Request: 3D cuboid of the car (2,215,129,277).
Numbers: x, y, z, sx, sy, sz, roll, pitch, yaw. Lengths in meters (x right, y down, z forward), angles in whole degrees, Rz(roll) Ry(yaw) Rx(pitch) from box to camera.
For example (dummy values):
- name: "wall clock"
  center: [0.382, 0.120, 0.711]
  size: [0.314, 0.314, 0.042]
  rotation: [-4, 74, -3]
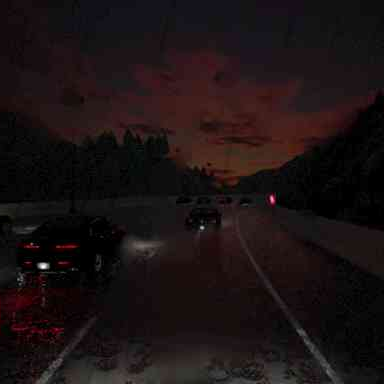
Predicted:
- name: "car"
  center: [-3.292, 1.463, 10.135]
  size: [1.837, 1.490, 4.892]
  rotation: [0, 0, 4]

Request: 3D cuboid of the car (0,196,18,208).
- name: "car"
  center: [-24.202, 1.239, 40.832]
  size: [2.033, 1.411, 5.357]
  rotation: [1, 0, 11]

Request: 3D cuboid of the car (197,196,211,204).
- name: "car"
  center: [2.243, 1.534, 60.685]
  size: [1.837, 1.490, 4.892]
  rotation: [0, 0, 15]

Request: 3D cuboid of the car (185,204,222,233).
- name: "car"
  center: [0.820, 1.611, 19.994]
  size: [1.895, 1.301, 4.718]
  rotation: [1, 0, 7]

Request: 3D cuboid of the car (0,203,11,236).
- name: "car"
  center: [-10.022, 1.350, 14.578]
  size: [1.882, 1.535, 5.008]
  rotation: [0, 0, 5]

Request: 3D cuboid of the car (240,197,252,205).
- name: "car"
  center: [10.402, 1.697, 64.107]
  size: [1.994, 1.385, 4.181]
  rotation: [1, 0, 14]

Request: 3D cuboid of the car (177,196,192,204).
- name: "car"
  center: [-1.312, 1.476, 60.900]
  size: [2.128, 1.511, 4.902]
  rotation: [1, 0, 15]

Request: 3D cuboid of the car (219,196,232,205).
- name: "car"
  center: [6.362, 1.587, 62.545]
  size: [1.837, 1.490, 4.892]
  rotation: [1, 0, 15]
